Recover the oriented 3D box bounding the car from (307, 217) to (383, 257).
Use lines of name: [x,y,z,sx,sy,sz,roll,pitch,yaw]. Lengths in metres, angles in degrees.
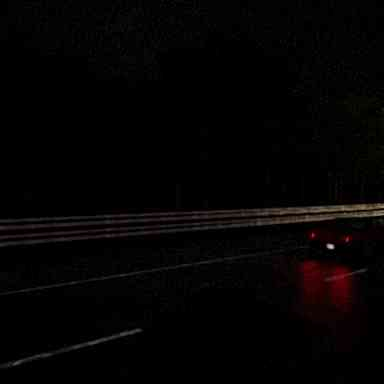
car: [6.632,1.603,12.832,4.718,1.301,1.895,0,0,-35]
